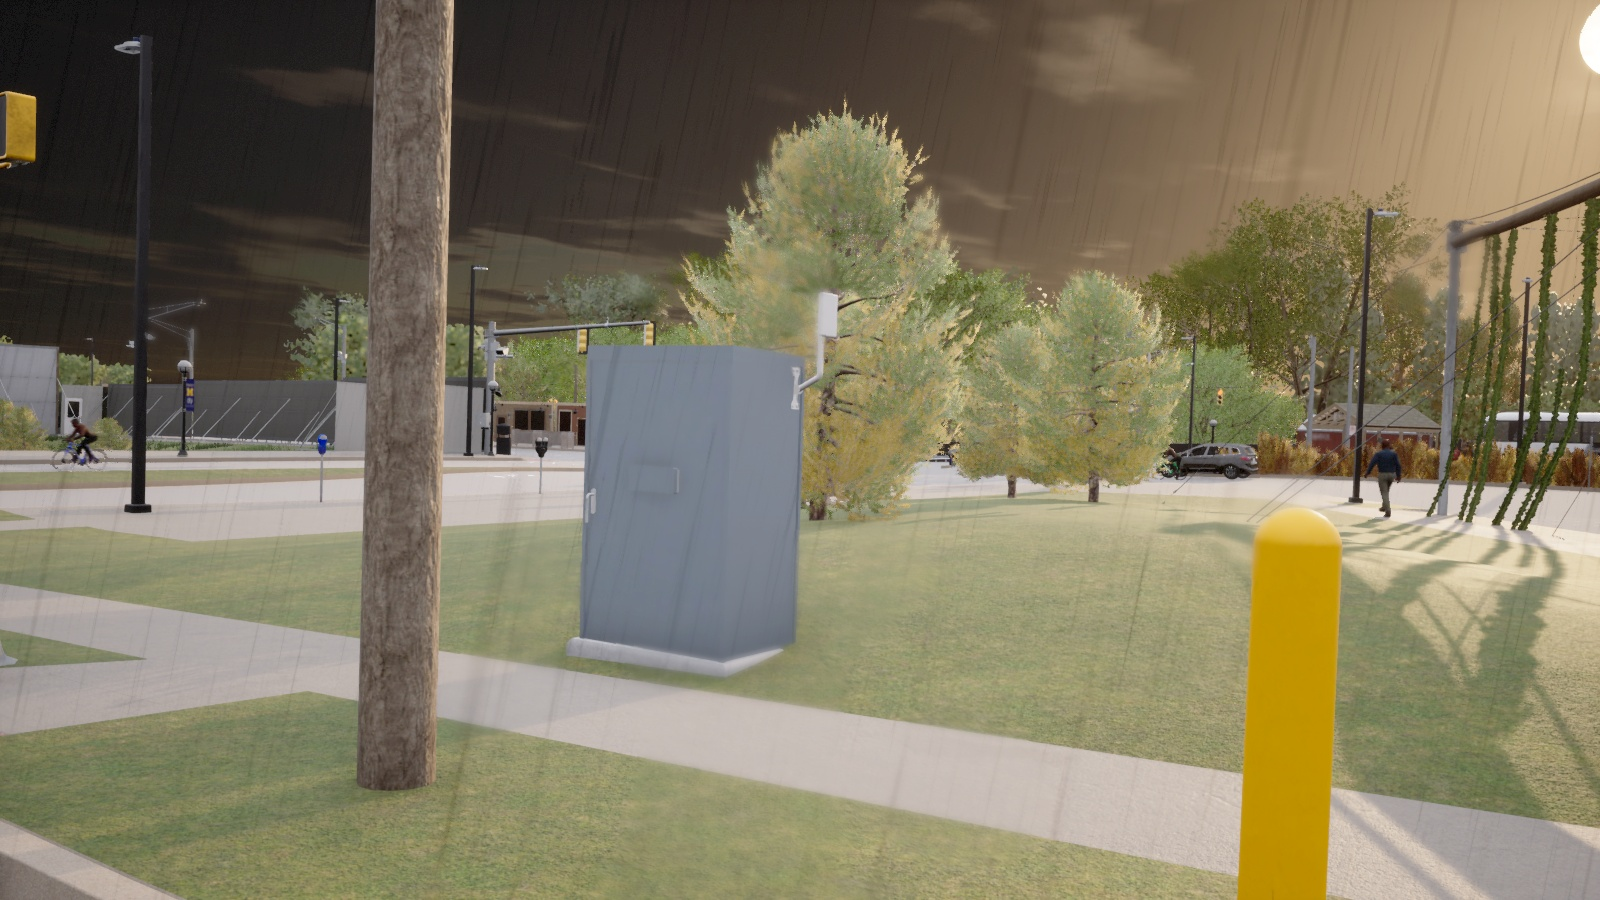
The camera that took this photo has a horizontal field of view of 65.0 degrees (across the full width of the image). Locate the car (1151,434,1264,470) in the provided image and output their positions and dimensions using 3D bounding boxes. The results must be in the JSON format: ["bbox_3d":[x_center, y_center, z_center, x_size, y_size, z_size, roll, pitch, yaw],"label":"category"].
[{"bbox_3d":[19.298,0.091,59.531,4.611,1.667,2.242,0,1,34],"label":"car"}]

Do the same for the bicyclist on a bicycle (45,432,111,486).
[{"bbox_3d":[-22.073,0.263,38.436,0.582,1.620,1.656,1,2,34],"label":"bicyclist on a bicycle"}]

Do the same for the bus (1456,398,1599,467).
[{"bbox_3d":[48.219,-1.173,80.522,10.273,4.253,3.944,1,2,39],"label":"bus"}]

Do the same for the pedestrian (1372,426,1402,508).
[{"bbox_3d":[13.542,0.382,28.989,0.370,1.835,0.726,1,2,8],"label":"pedestrian"}]

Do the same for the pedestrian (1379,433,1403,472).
[{"bbox_3d":[28.608,0.105,60.792,0.849,1.883,0.563,3,2,44],"label":"pedestrian"}]
